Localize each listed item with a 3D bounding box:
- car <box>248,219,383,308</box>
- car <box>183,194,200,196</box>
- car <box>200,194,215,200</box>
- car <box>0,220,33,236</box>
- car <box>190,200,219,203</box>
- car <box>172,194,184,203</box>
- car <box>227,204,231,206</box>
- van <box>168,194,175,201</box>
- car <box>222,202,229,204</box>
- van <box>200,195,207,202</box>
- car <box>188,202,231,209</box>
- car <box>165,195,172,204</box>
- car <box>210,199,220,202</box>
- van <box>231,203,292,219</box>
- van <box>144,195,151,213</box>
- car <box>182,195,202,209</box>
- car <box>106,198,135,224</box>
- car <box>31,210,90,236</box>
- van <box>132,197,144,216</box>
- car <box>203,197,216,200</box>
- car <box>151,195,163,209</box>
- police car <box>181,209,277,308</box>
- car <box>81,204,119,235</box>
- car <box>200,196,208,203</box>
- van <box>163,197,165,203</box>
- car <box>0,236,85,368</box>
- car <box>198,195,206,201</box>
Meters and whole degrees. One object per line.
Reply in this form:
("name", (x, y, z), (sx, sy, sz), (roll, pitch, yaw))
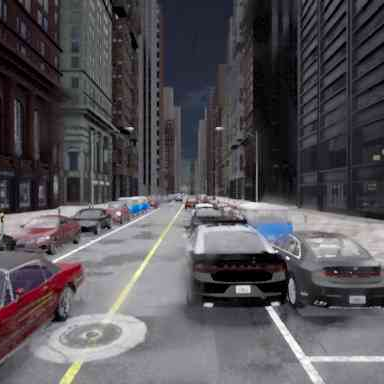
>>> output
("car", (2.759, 1.564, 7.728), (2.008, 1.369, 4.403), (0, 0, 0))
("car", (-0.015, 1.490, 59.158), (2.097, 1.767, 4.553), (0, 0, 0))
("car", (2.746, 1.435, 52.818), (2.192, 1.841, 5.009), (0, 0, 0))
("car", (-5.766, 1.579, 7.709), (1.947, 1.339, 4.313), (0, 0, 0))
("car", (0.894, 1.573, 24.113), (1.812, 1.442, 4.674), (0, 0, 0))
("car", (-3.020, 1.794, 76.556), (1.895, 1.301, 4.718), (0, 0, 0))
("car", (2.756, 1.587, 19.001), (2.008, 1.369, 4.403), (0, 0, 0))
("van", (-5.790, 1.587, 92.259), (1.690, 1.788, 3.998), (0, 0, 0))
("car", (2.754, 1.630, 24.637), (1.802, 1.307, 4.206), (0, 0, 0))
("van", (2.738, 1.549, 81.000), (1.690, 1.788, 3.998), (0, 0, 0))
("car", (0.833, 1.540, 18.113), (1.837, 1.490, 4.892), (0, 0, 0))
("car", (-5.783, 1.715, 69.711), (1.887, 1.381, 4.507), (0, 0, 0))
("car", (2.753, 1.612, 30.274), (2.008, 1.369, 4.403), (0, 0, 0))
("van", (2.757, 1.365, 13.365), (1.690, 1.788, 3.998), (0, 0, 0))
("van", (-5.774, 1.417, 35.892), (1.690, 1.788, 3.998), (0, 0, 0))
("car", (0.000, 1.578, 45.664), (1.882, 1.535, 5.008), (0, 0, 0))
("car", (-5.771, 1.489, 24.620), (1.967, 1.590, 4.097), (0, 0, 0))
("car", (-5.767, 1.606, 13.346), (1.802, 1.307, 4.206), (0, 0, 0))
("van", (-5.773, 1.403, 30.256), (1.690, 1.788, 3.998), (0, 0, 0))
("car", (2.750, 1.634, 41.546), (1.887, 1.381, 4.507), (0, 0, 0))
("car", (-5.777, 1.419, 47.165), (2.192, 1.841, 5.009), (0, 0, 0))
("police car", (0.774, 1.441, 8.197), (1.930, 1.638, 5.238), (0, 0, -2))
("car", (-5.769, 1.602, 18.982), (1.947, 1.339, 4.313), (0, 0, 0))
("car", (2.740, 1.715, 75.533), (1.752, 1.417, 4.829), (0, 0, 0))
("van", (-5.779, 1.461, 52.801), (1.690, 1.788, 3.998), (0, 0, 0))
("car", (-3.101, 1.609, 4.493), (1.895, 1.301, 4.718), (0, 0, 0))
("car", (2.736, 1.686, 92.272), (1.967, 1.590, 4.097), (0, 0, 0))
